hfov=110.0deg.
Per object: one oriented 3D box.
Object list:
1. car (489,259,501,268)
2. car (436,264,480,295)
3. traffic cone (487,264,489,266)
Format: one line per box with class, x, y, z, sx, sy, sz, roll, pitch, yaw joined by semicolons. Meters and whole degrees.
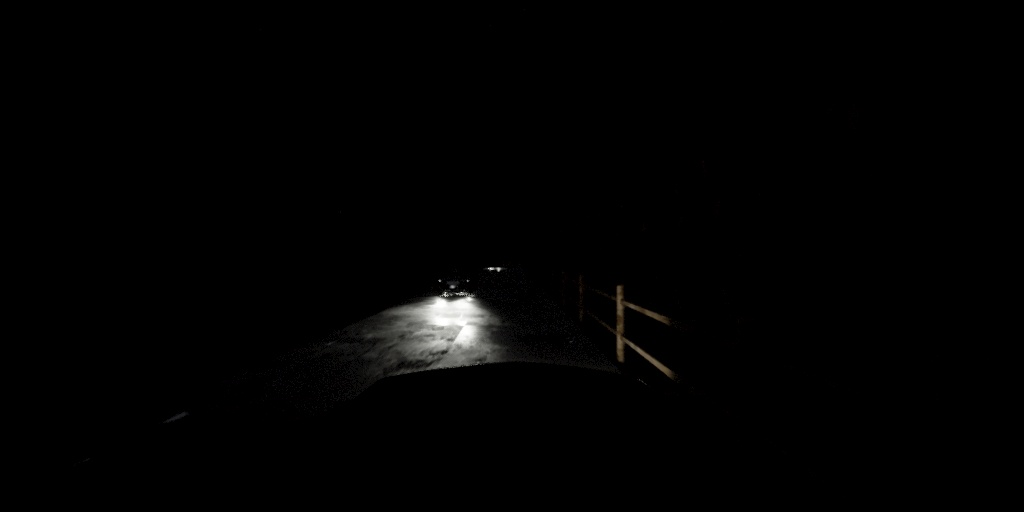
car;-2.804;1.275;60.427;1.994;1.385;4.181;0;0;1
car;-2.851;1.209;19.655;2.128;1.511;4.902;0;0;0
traffic cone;-4.118;1.243;62.439;0.340;0.580;0.340;0;0;-12
